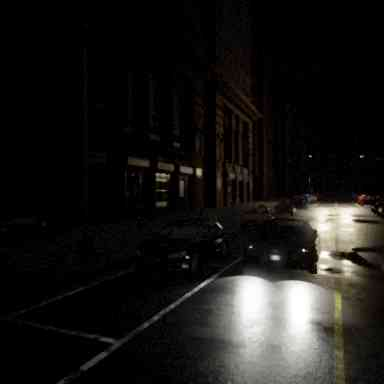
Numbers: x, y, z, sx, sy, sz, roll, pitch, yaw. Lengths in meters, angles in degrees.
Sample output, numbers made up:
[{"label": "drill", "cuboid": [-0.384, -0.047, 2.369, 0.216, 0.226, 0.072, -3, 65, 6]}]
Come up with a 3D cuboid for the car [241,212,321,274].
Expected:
[{"label": "car", "cuboid": [3.008, 1.546, 10.606, 1.994, 1.385, 4.181, 0, 0, 24]}]

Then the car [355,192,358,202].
[{"label": "car", "cuboid": [27.867, 1.210, 53.573, 1.967, 1.590, 4.097, 0, 0, 23]}]

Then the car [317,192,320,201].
[{"label": "car", "cuboid": [22.287, 1.247, 62.122, 1.967, 1.590, 4.097, 0, 0, 23]}]

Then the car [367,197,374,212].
[{"label": "car", "cuboid": [18.899, 1.421, 32.939, 1.947, 1.339, 4.313, 0, 0, 23]}]

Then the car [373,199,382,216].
[{"label": "car", "cuboid": [16.657, 1.420, 27.780, 1.887, 1.381, 4.507, 0, 0, 23]}]

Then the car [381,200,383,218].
[{"label": "car", "cuboid": [14.415, 1.440, 22.621, 1.887, 1.381, 4.507, 0, 0, 23]}]

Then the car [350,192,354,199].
[{"label": "car", "cuboid": [34.593, 1.253, 69.048, 2.008, 1.369, 4.403, 0, 0, 23]}]

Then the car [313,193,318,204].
[{"label": "car", "cuboid": [20.045, 1.394, 56.965, 1.947, 1.339, 4.313, 0, 0, 23]}]

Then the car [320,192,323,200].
[{"label": "car", "cuboid": [26.771, 1.076, 72.438, 2.192, 1.841, 5.009, 0, 0, 23]}]

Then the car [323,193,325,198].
[{"label": "car", "cuboid": [31.255, 1.155, 82.755, 1.967, 1.590, 4.097, 0, 0, 23]}]

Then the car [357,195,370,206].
[{"label": "car", "cuboid": [25.625, 1.336, 48.414, 1.887, 1.381, 4.507, 0, 0, 23]}]

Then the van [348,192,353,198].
[{"label": "van", "cuboid": [41.319, 0.974, 84.523, 1.690, 1.788, 3.998, 0, 0, 23]}]

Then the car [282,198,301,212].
[{"label": "car", "cuboid": [8.836, 1.516, 31.173, 1.802, 1.307, 4.206, 0, 0, 23]}]

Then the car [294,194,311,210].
[{"label": "car", "cuboid": [13.320, 1.334, 41.489, 1.967, 1.590, 4.097, 0, 0, 23]}]

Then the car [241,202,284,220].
[{"label": "car", "cuboid": [4.284, 1.498, 20.700, 1.752, 1.417, 4.829, 0, 0, 23]}]

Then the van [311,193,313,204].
[{"label": "van", "cuboid": [15.562, 1.213, 46.647, 1.690, 1.788, 3.998, 0, 0, 23]}]

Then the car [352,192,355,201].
[{"label": "car", "cuboid": [32.350, 1.270, 63.890, 1.887, 1.381, 4.507, 0, 0, 23]}]

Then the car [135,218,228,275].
[{"label": "car", "cuboid": [-0.132, 1.557, 10.539, 2.008, 1.369, 4.403, 0, 0, 23]}]
